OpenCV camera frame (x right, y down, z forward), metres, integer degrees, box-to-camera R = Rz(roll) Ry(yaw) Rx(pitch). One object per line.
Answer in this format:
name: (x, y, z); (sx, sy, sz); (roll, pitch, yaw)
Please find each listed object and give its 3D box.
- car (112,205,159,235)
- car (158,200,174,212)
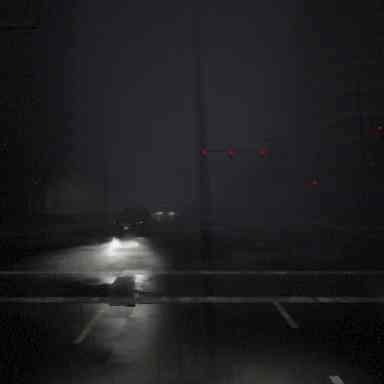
car: (-3.498, 1.679, 20.143); (2.128, 1.511, 4.902); (0, 0, 0)
car: (-3.496, 1.854, 45.166); (1.882, 1.535, 5.008); (0, 1, 0)
